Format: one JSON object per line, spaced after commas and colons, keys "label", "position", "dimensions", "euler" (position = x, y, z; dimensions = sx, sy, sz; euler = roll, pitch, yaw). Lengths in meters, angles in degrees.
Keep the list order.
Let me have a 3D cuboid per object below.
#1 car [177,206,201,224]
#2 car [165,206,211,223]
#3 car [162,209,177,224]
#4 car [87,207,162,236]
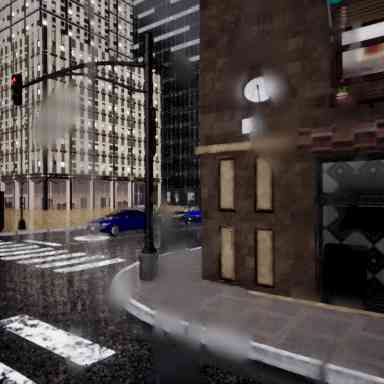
{"label": "car", "position": [1.247, 1.861, 27.965], "dimensions": [1.882, 1.535, 5.008], "euler": [-1, -1, 35]}
{"label": "car", "position": [-0.324, 1.972, 30.481], "dimensions": [2.008, 1.369, 4.403], "euler": [-2, -2, 35]}
{"label": "car", "position": [-3.526, 1.891, 25.924], "dimensions": [2.008, 1.369, 4.403], "euler": [-2, -2, 35]}
{"label": "car", "position": [-4.172, 1.771, 20.247], "dimensions": [1.812, 1.442, 4.674], "euler": [-1, -1, 33]}
